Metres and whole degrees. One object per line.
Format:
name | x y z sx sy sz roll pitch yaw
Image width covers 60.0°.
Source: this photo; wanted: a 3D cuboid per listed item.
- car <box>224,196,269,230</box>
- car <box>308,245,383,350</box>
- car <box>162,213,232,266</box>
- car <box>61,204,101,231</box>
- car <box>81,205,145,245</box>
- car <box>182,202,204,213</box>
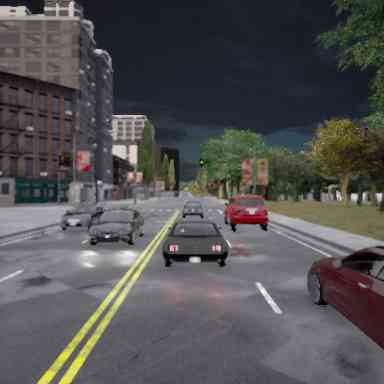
car | 3.340 1.244 21.236 2.150 2.045 5.566 0 0 0
car | 3.348 1.532 5.102 1.812 1.442 4.674 0 0 0
car | 0.093 1.614 11.555 1.895 1.301 4.718 0 0 0
car | -6.604 1.514 20.923 2.128 1.511 4.902 0 0 0
car | -3.356 1.522 15.608 1.837 1.490 4.892 0 0 0
car | 0.088 1.578 30.158 2.033 1.411 5.357 0 0 0
